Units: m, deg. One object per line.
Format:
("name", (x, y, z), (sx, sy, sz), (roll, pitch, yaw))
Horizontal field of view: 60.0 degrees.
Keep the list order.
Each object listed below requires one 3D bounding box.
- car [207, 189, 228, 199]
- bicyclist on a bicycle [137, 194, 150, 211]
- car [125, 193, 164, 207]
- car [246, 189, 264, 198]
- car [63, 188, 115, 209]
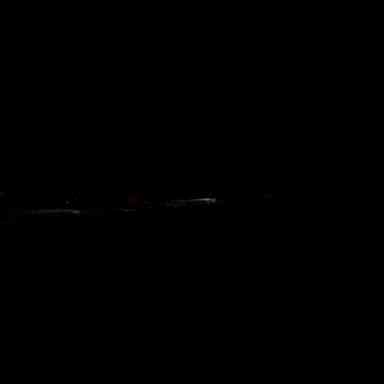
("car", (4.367, 0.319, 56.293), (2.128, 1.511, 4.902), (1, 2, 36))
("bicyclist on a bicycle", (-4.491, 0.995, 30.825), (1.656, 1.620, 0.582), (0, 1, 35))
("car", (-5.139, 0.856, 36.632), (1.882, 1.535, 5.008), (1, 2, 35))
("car", (11.405, 0.270, 59.928), (1.837, 1.490, 4.892), (1, 2, 35))
("car", (-10.737, 0.629, 35.135), (2.150, 2.045, 5.566), (1, 2, 35))
